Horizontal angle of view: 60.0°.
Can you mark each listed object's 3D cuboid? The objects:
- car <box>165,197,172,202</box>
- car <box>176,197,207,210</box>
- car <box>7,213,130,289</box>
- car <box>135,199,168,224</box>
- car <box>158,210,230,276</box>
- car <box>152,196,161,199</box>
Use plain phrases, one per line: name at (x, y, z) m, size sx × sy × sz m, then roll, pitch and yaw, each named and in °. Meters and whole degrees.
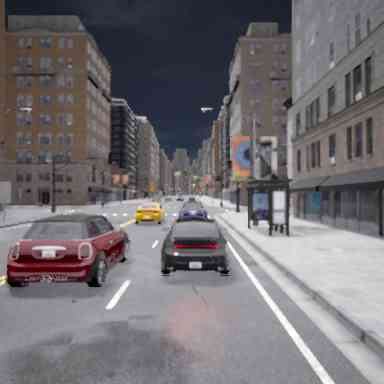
car at (-6.537, 1.991, 91.276) m, size 1.994 × 1.385 × 4.181 m, roll 0°, pitch 0°, yaw 0°
car at (0.080, 1.475, 24.996) m, size 2.097 × 1.767 × 4.553 m, roll 0°, pitch 0°, yaw 0°
car at (-3.165, 1.397, 9.485) m, size 2.097 × 1.767 × 4.553 m, roll 0°, pitch 0°, yaw 0°
car at (-3.166, 1.604, 25.867) m, size 1.882 × 1.535 × 5.008 m, roll 0°, pitch 0°, yaw 0°
car at (0.089, 1.554, 10.542) m, size 1.837 × 1.490 × 4.892 m, roll 0°, pitch 0°, yaw 0°
car at (-9.787, 1.794, 91.305) m, size 2.097 × 1.767 × 4.553 m, roll 0°, pitch 0°, yaw 0°
